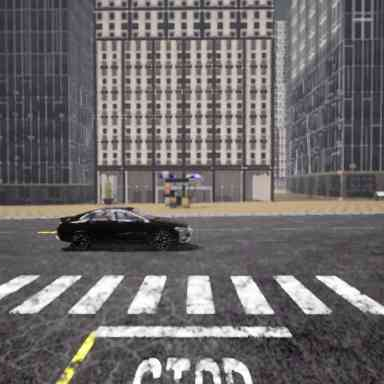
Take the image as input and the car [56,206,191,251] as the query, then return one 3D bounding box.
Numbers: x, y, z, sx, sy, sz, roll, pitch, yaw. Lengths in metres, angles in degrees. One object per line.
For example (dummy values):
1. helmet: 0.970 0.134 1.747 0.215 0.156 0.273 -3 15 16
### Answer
1. car: -2.505 1.308 12.488 4.902 1.511 2.128 0 1 1
